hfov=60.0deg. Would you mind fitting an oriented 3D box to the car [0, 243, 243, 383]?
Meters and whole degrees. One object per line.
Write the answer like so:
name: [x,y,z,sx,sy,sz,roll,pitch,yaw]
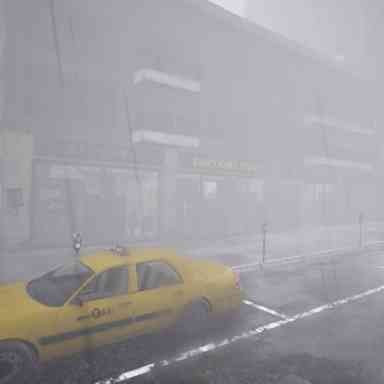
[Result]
car: [-1.364,1.527,5.099,4.829,1.417,1.752,0,2,-35]
